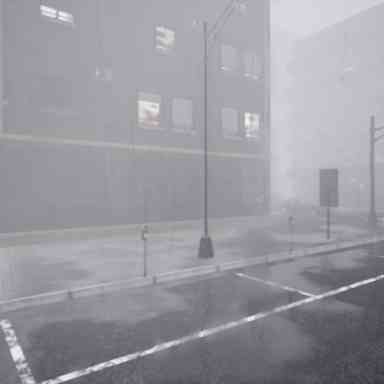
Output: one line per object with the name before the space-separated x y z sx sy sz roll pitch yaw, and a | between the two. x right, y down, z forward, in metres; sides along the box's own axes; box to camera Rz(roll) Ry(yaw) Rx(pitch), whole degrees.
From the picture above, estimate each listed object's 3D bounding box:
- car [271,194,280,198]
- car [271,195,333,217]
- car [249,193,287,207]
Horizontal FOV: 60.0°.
car | 5.610 1.101 30.373 1.752 1.417 4.829 1 0 -36
car | 8.789 1.201 26.011 2.008 1.369 4.403 1 0 -36
car | 9.025 0.893 39.918 1.967 1.590 4.097 1 0 -36
